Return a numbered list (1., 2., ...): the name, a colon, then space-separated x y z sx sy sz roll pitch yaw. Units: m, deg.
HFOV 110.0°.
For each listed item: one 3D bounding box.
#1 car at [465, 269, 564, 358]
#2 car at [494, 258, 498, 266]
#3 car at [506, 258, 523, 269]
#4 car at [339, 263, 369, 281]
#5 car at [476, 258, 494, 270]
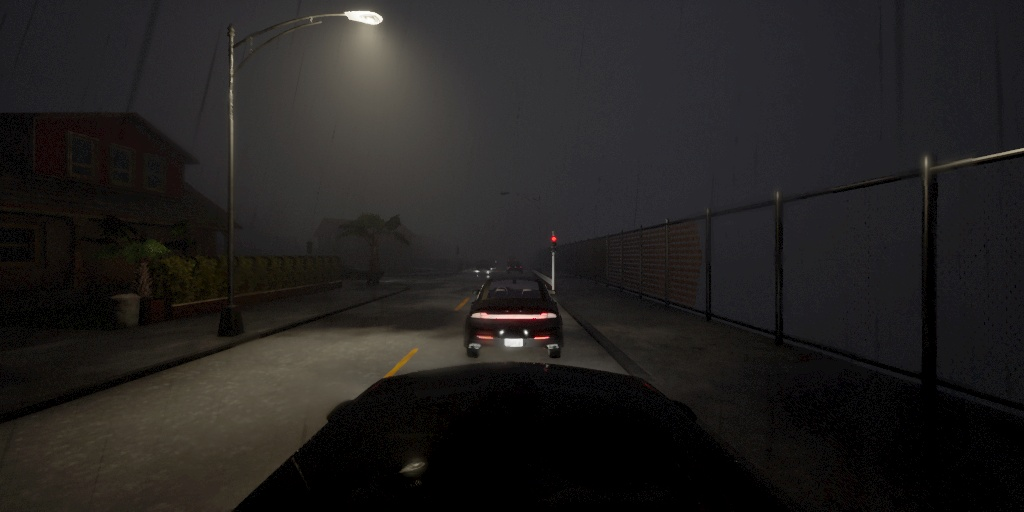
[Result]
1. car: 0.055 1.242 8.445 2.128 1.511 4.902 0 0 0
2. car: -4.072 1.297 61.697 2.033 1.411 5.357 0 0 0
3. car: 0.260 1.297 43.318 2.033 1.411 5.357 0 0 -3
4. car: -13.683 1.254 28.663 4.892 1.490 1.837 0 0 0
5. car: -4.092 1.255 51.831 1.837 1.490 4.892 0 0 0
